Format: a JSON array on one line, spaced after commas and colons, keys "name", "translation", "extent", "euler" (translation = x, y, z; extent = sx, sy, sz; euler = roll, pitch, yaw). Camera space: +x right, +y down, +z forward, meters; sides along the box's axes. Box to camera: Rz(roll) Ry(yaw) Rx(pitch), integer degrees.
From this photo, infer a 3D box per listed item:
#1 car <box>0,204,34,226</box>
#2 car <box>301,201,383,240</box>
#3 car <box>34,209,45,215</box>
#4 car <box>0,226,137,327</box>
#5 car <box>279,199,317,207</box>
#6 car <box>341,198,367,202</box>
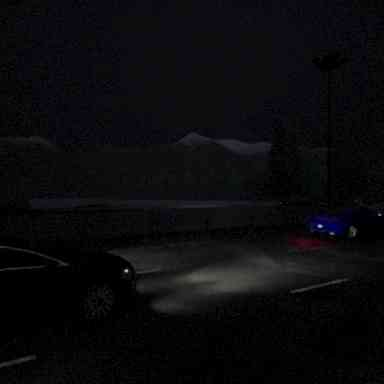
[{"name": "car", "translation": [-11.225, 1.460, 17.348], "extent": [4.892, 1.490, 1.837], "euler": [0, 0, -35]}, {"name": "car", "translation": [8.142, 1.440, 16.742], "extent": [5.008, 1.535, 1.882], "euler": [0, 0, -29]}, {"name": "car", "translation": [-12.100, 1.494, 21.039], "extent": [5.357, 1.411, 2.033], "euler": [0, 0, -34]}, {"name": "car", "translation": [-3.333, 1.477, 5.551], "extent": [4.902, 1.511, 2.128], "euler": [0, 0, -35]}, {"name": "car", "translation": [13.569, 1.503, 42.775], "extent": [4.718, 1.301, 1.895], "euler": [0, 0, -22]}, {"name": "car", "translation": [20.208, 1.455, 41.630], "extent": [5.357, 1.411, 2.033], "euler": [0, 0, -20]}]
